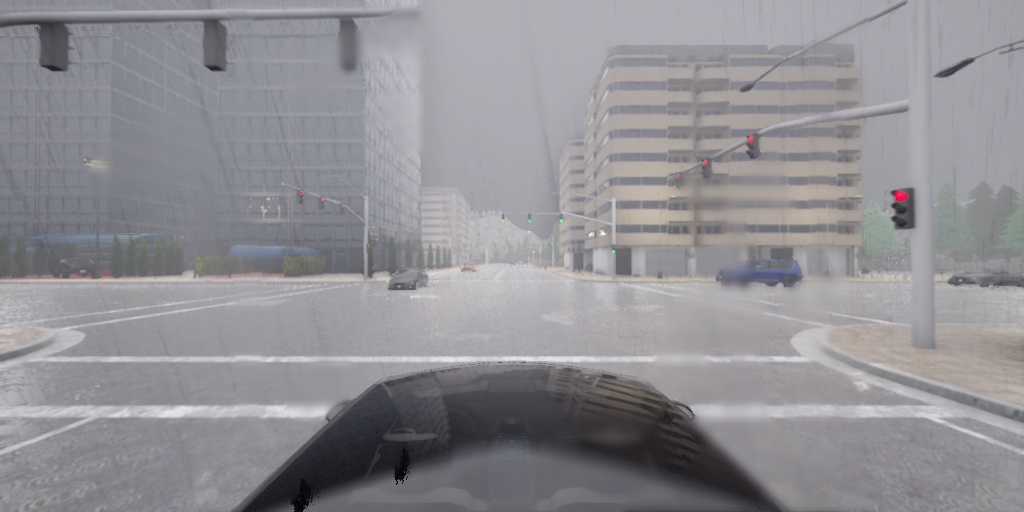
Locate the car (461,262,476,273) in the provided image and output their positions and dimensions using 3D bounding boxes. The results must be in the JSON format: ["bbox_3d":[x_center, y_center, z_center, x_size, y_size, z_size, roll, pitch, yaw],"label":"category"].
[{"bbox_3d":[-6.983,1.762,57.702,2.097,1.767,4.553,0,-1,0],"label":"car"}]

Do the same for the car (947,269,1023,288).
[{"bbox_3d":[34.898,1.617,26.336,4.181,1.385,1.994,0,-1,0],"label":"car"}]

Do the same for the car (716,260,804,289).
[{"bbox_3d":[18.083,1.275,26.214,5.566,2.045,2.150,0,-1,-1],"label":"car"}]

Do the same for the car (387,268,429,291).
[{"bbox_3d":[-6.993,1.607,24.595,1.837,1.490,4.892,0,1,0],"label":"car"}]
